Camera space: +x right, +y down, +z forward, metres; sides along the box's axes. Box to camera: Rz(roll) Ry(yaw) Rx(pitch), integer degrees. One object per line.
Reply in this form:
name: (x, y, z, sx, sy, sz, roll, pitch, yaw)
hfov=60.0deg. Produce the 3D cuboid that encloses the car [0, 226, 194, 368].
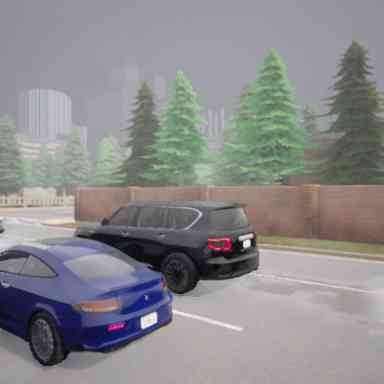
car: (-2.441, 1.529, 5.737, 4.674, 1.442, 1.812, 0, 0, 36)

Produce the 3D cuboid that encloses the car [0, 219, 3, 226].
car: (-11.268, 1.559, 16.351, 5.357, 1.411, 2.033, 0, 0, 36)

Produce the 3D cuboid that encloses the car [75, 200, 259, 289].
car: (-0.961, 1.229, 8.978, 5.566, 2.045, 2.150, 1, 0, 36)
